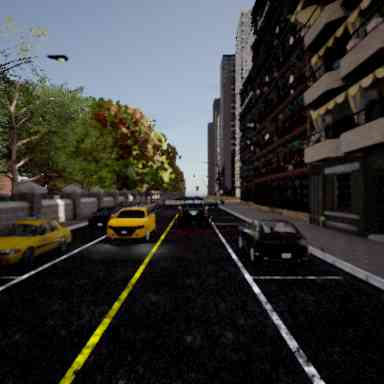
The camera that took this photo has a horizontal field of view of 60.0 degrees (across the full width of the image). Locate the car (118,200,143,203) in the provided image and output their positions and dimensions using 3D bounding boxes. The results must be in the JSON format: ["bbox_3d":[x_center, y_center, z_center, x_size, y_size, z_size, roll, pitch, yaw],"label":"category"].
[{"bbox_3d":[-5.688,1.538,28.280,1.967,1.590,4.097,0,0,0],"label":"car"}]

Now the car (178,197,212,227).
[{"bbox_3d":[0.099,1.432,23.515,2.097,1.767,4.553,0,0,0],"label":"car"}]

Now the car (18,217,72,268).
[{"bbox_3d":[-5.688,1.564,11.494,1.752,1.417,4.829,0,0,0],"label":"car"}]

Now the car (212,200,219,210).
[{"bbox_3d":[2.691,1.713,44.899,2.008,1.369,4.403,0,0,0],"label":"car"}]

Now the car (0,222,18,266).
[{"bbox_3d":[-5.686,1.335,6.126,2.192,1.841,5.009,0,0,0],"label":"car"}]

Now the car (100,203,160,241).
[{"bbox_3d":[-3.008,1.537,17.284,1.882,1.535,5.008,0,0,0],"label":"car"}]

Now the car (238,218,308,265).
[{"bbox_3d":[2.692,1.591,11.667,2.008,1.369,4.403,0,0,0],"label":"car"}]

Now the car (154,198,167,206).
[{"bbox_3d":[-5.819,1.772,61.512,1.887,1.381,4.507,0,0,0],"label":"car"}]

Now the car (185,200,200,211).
[{"bbox_3d":[0.099,1.765,45.456,1.895,1.301,4.718,0,0,0],"label":"car"}]

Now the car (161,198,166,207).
[{"bbox_3d":[-5.767,1.755,55.972,2.008,1.369,4.403,0,0,0],"label":"car"}]

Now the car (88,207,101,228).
[{"bbox_3d":[-5.688,1.644,22.741,1.947,1.339,4.313,0,0,0],"label":"car"}]

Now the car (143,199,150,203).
[{"bbox_3d":[-5.689,1.700,33.819,1.802,1.307,4.206,0,0,0],"label":"car"}]

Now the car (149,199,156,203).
[{"bbox_3d":[-5.689,1.664,39.187,1.752,1.417,4.829,0,0,0],"label":"car"}]

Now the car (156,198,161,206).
[{"bbox_3d":[-5.689,1.601,44.897,1.967,1.590,4.097,0,0,0],"label":"car"}]
